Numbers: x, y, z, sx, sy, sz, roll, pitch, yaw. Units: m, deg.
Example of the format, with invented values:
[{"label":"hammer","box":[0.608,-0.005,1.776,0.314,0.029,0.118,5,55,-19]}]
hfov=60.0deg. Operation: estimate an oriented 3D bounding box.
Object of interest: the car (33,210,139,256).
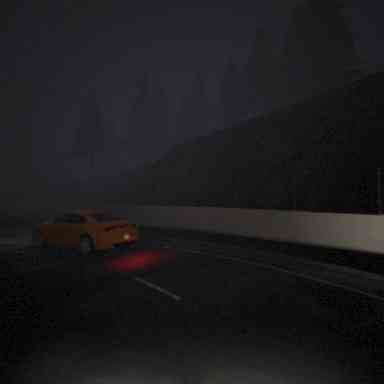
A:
[{"label":"car","box":[-4.321,1.449,13.160,5.008,1.535,1.882,-1,0,36]}]
